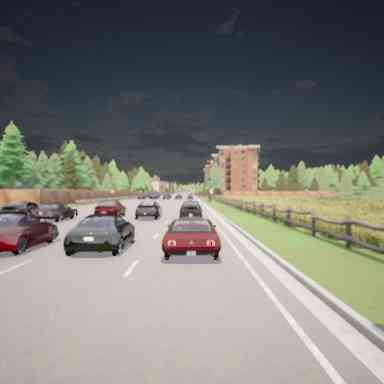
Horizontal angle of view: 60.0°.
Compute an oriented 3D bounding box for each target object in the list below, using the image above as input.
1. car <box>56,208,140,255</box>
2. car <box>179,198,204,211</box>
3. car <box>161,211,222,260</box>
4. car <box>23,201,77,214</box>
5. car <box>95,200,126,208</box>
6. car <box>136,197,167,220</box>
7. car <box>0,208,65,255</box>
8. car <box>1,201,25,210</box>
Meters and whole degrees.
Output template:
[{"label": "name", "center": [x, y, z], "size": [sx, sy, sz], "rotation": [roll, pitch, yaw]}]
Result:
[{"label": "car", "center": [-3.504, 1.563, 13.291], "size": [1.994, 1.385, 4.181], "rotation": [0, 0, 0]}, {"label": "car", "center": [-0.082, 1.501, 28.082], "size": [1.837, 1.490, 4.892], "rotation": [0, 0, 0]}, {"label": "car", "center": [-0.008, 1.599, 12.455], "size": [1.895, 1.301, 4.718], "rotation": [0, 0, 0]}, {"label": "car", "center": [-10.592, 1.543, 25.831], "size": [2.033, 1.411, 5.357], "rotation": [0, 0, 0]}, {"label": "car", "center": [-7.078, 1.472, 29.213], "size": [1.882, 1.535, 5.008], "rotation": [0, 0, 0]}, {"label": "car", "center": [-3.583, 1.487, 28.042], "size": [2.128, 1.511, 4.902], "rotation": [0, 0, 0]}, {"label": "car", "center": [-7.004, 1.563, 13.285], "size": [1.994, 1.385, 4.181], "rotation": [0, 0, 0]}, {"label": "car", "center": [-14.082, 1.501, 28.020], "size": [1.837, 1.490, 4.892], "rotation": [0, 0, 0]}]
